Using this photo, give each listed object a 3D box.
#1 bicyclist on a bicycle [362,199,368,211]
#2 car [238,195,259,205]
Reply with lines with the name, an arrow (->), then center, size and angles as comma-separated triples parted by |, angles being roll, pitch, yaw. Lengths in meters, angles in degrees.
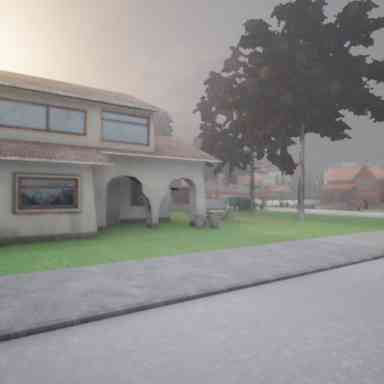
bicyclist on a bicycle -> 24.312, 1.791, 46.611 | 1.656, 1.620, 0.582 | 0, 0, -36
car -> 9.557, 1.619, 59.848 | 2.150, 2.045, 5.566 | 1, 0, -36
